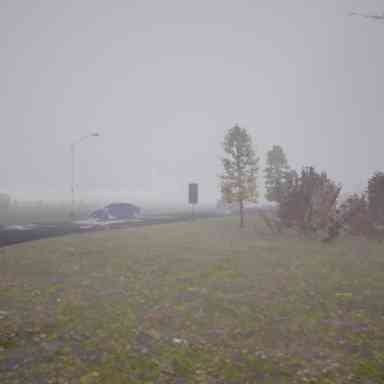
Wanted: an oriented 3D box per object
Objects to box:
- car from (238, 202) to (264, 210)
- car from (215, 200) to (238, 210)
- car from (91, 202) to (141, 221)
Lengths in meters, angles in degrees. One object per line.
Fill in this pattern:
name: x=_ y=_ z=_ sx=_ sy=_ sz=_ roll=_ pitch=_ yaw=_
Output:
car: x=8.754 y=1.826 z=47.656 sx=1.812 sy=1.442 sz=4.674 roll=-1 pitch=-1 yaw=31
car: x=5.530 y=1.582 z=49.250 sx=2.150 sy=2.045 sz=5.566 roll=-1 pitch=-1 yaw=32
car: x=-6.652 y=1.636 z=29.432 sx=1.882 sy=1.535 sz=5.008 roll=-1 pitch=-1 yaw=32
